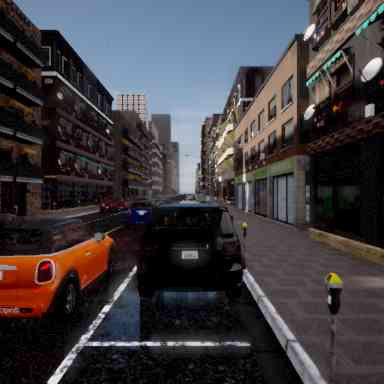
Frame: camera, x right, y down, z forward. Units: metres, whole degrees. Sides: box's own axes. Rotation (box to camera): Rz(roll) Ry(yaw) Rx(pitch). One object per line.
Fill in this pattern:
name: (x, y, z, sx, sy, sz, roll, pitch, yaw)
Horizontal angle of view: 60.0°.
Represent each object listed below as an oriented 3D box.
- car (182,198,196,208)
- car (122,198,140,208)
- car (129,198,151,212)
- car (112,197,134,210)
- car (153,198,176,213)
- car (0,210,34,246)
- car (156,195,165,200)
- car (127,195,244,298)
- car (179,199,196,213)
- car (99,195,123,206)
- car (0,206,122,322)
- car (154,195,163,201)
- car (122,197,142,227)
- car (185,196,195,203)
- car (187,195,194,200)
car: (-0.454, 1.543, 48.426, 1.887, 1.381, 4.507, 0, 0, 0)
car: (-8.834, 1.543, 48.430, 1.887, 1.381, 4.507, 0, 0, 0)
car: (-6.215, 1.505, 40.129, 1.837, 1.490, 4.892, 0, 0, 0)
car: (-8.834, 1.439, 42.793, 1.967, 1.590, 4.097, 0, 0, 0)
car: (-3.078, 1.492, 37.893, 2.128, 1.511, 4.902, 0, 0, 0)
car: (-8.835, 1.583, 14.612, 1.802, 1.307, 4.206, 0, 0, 0)
car: (-8.834, 1.539, 93.519, 2.008, 1.369, 4.403, 0, 0, 0)
car: (-0.038, 1.229, 8.679, 2.150, 2.045, 5.566, 0, 0, 0)
car: (-0.454, 1.525, 37.323, 1.752, 1.417, 4.829, 0, 0, 0)
car: (-8.833, 1.314, 37.157, 2.192, 1.841, 5.009, 0, 0, 0)
car: (-3.145, 1.351, 7.399, 2.097, 1.767, 4.553, 0, 0, 0)
car: (-8.834, 1.541, 87.882, 2.008, 1.369, 4.403, 0, 0, 0)
car: (-3.079, 1.351, 22.600, 2.097, 1.767, 4.553, 0, 0, 0)
car: (-0.453, 1.545, 70.970, 2.008, 1.369, 4.403, 0, 0, 0)
car: (-0.452, 1.513, 93.685, 1.752, 1.417, 4.829, 0, 0, 0)
